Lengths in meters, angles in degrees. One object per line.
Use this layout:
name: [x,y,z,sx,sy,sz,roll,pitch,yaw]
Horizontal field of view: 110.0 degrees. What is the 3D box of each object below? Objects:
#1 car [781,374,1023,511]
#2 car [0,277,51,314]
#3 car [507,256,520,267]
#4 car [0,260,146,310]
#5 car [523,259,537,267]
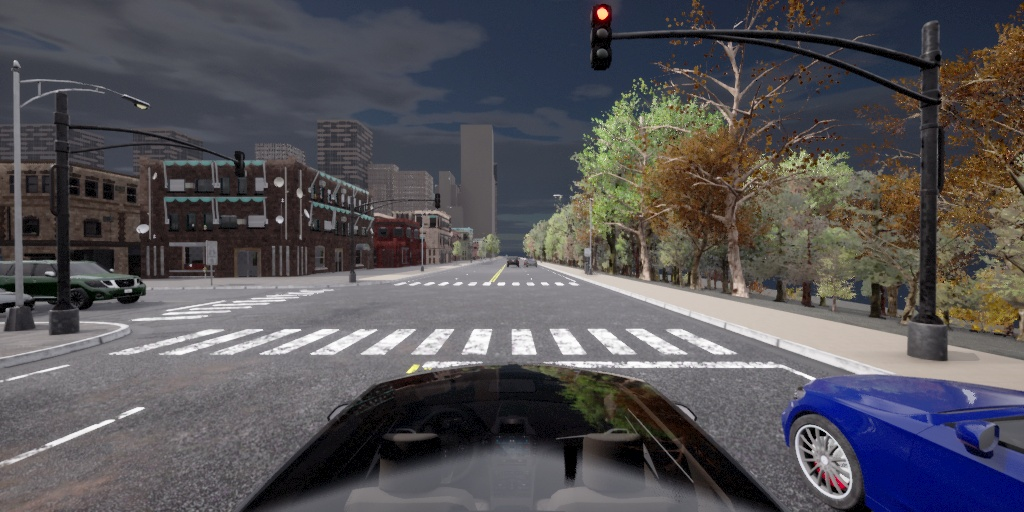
car: [3.346,1.276,1.331,1.812,1.442,4.674,0,0,2]
car: [-19.926,1.564,12.773,4.313,1.339,1.948,0,0,0]
car: [0.219,0.943,63.715,2.150,2.045,5.566,0,0,1]
car: [-19.311,1.185,15.475,5.566,2.045,2.150,-1,1,0]
car: [3.472,1.213,63.875,2.128,1.511,4.902,0,0,0]
